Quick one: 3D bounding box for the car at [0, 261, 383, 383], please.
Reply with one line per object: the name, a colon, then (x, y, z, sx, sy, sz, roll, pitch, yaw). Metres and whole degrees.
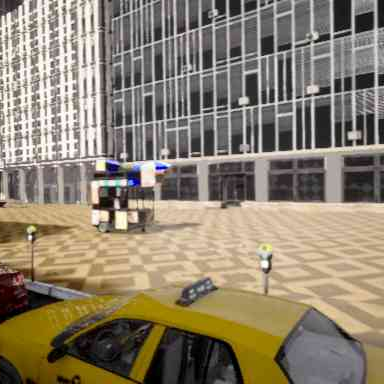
car: (-0.160, 1.468, 3.038, 4.829, 1.417, 1.752, -1, 1, 33)
